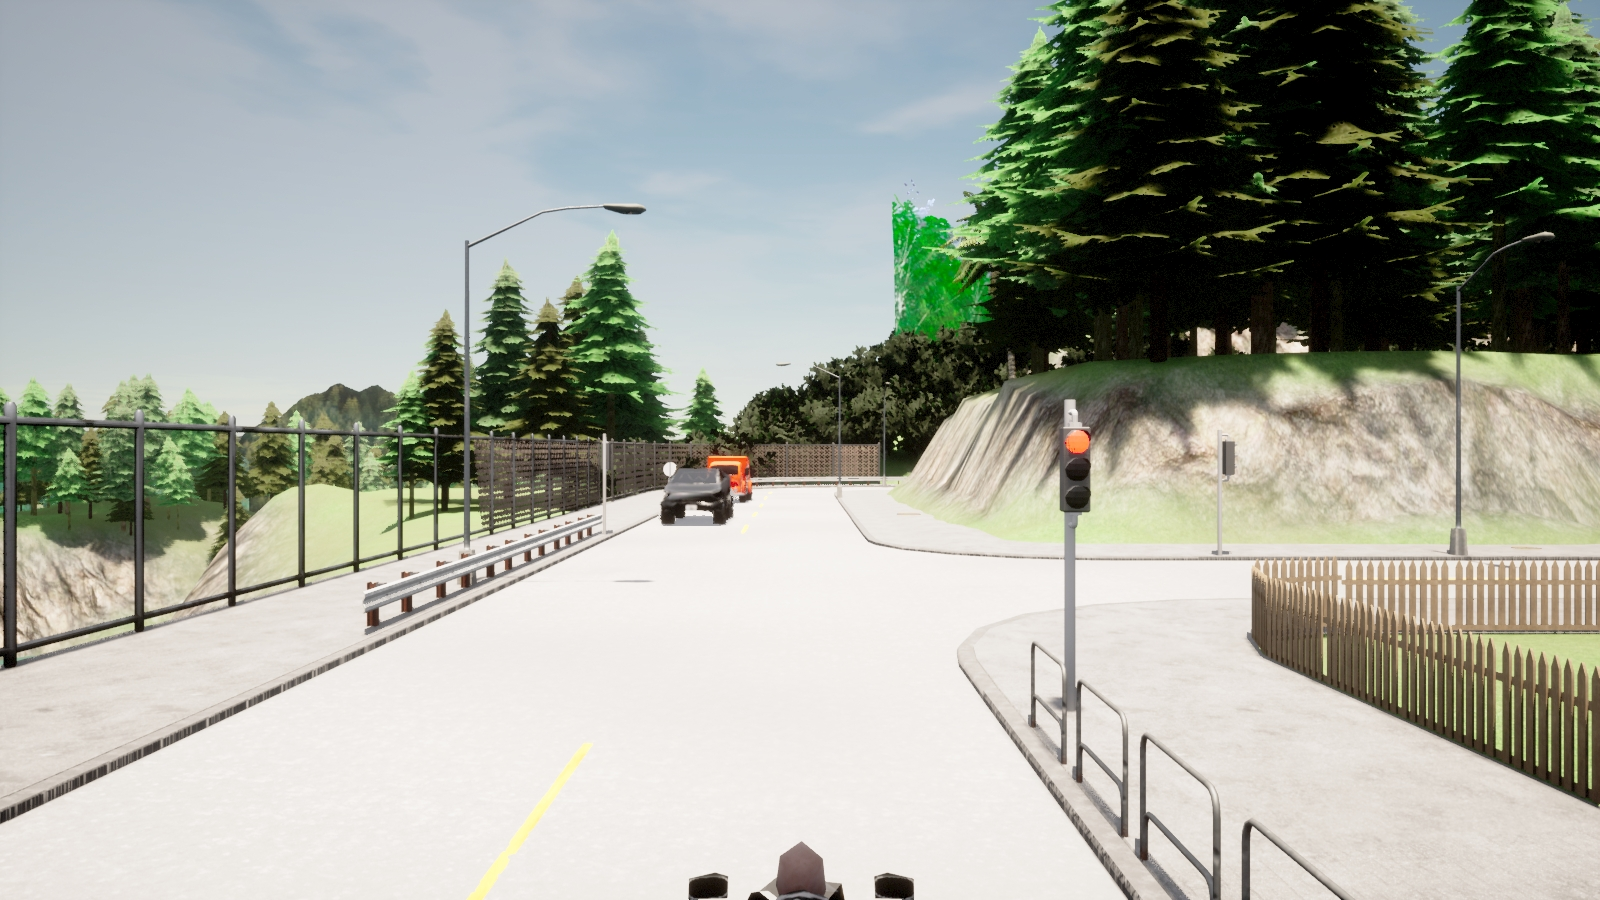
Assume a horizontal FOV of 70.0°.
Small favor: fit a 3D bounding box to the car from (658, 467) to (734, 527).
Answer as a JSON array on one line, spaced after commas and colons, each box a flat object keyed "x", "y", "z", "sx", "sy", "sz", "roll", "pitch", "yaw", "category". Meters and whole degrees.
[{"x": -3.952, "y": 1.753, "z": 44.707, "sx": 2.390, "sy": 2.098, "sz": 6.274, "roll": 0, "pitch": 0, "yaw": 0, "category": "car"}]

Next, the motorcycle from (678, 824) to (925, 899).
[{"x": 0.004, "y": 2.205, "z": 3.723, "sx": 0.867, "sy": 1.251, "sz": 2.209, "roll": 0, "pitch": 0, "yaw": 0, "category": "motorcycle"}]

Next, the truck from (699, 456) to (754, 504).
[{"x": -3.942, "y": 1.570, "z": 62.238, "sx": 2.627, "sy": 2.467, "sz": 5.204, "roll": 0, "pitch": 0, "yaw": 0, "category": "truck"}]
